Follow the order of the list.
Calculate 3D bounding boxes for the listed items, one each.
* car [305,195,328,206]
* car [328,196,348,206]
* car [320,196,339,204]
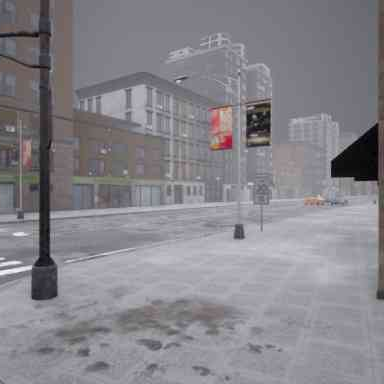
[{"bbox_3d":[19.355,1.183,52.218,2.097,1.767,4.553,0,0,35],"label":"car"},{"bbox_3d":[22.783,1.377,51.433,2.033,1.411,5.357,0,0,34],"label":"car"},{"bbox_3d":[24.947,1.375,60.238,2.033,1.411,5.357,0,0,37],"label":"car"}]
